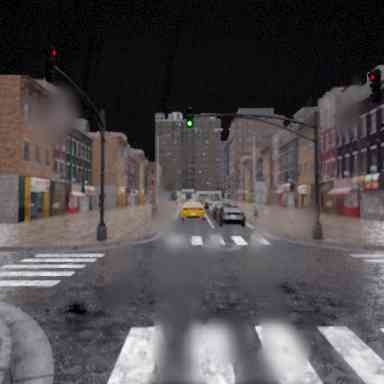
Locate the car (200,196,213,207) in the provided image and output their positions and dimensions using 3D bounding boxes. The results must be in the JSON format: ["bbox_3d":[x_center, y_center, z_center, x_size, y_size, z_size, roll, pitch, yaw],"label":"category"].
[{"bbox_3d":[2.653,1.659,61.425,2.192,1.841,5.009,1,-1,0],"label":"car"}]

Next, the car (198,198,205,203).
[{"bbox_3d":[2.642,2.296,94.049,1.802,1.307,4.206,1,-1,0],"label":"car"}]

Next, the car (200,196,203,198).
[{"bbox_3d":[2.650,1.820,56.155,1.752,1.417,4.829,1,-1,0],"label":"car"}]

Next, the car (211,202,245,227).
[{"bbox_3d":[2.654,1.629,23.361,1.947,1.339,4.313,1,0,0],"label":"car"}]

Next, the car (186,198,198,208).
[{"bbox_3d":[0.010,1.816,55.637,1.812,1.442,4.674,0,0,0],"label":"car"}]

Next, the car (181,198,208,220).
[{"bbox_3d":[0.097,1.568,28.688,1.882,1.535,5.008,0,0,0],"label":"car"}]

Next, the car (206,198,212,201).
[{"bbox_3d":[2.653,1.650,34.404,1.752,1.417,4.829,1,0,0],"label":"car"}]

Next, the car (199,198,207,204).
[{"bbox_3d":[2.645,2.123,83.174,1.887,1.381,4.507,1,-1,0],"label":"car"}]

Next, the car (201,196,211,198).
[{"bbox_3d":[2.650,1.773,50.717,1.752,1.417,4.829,1,0,0],"label":"car"}]

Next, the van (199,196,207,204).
[{"bbox_3d":[2.650,1.855,77.738,1.690,1.788,3.998,1,-1,0],"label":"van"}]

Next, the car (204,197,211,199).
[{"bbox_3d":[2.650,1.768,45.110,1.947,1.339,4.313,1,0,0],"label":"car"}]

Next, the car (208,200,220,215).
[{"bbox_3d":[2.653,1.657,28.798,1.947,1.339,4.313,1,0,0],"label":"car"}]

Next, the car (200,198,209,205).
[{"bbox_3d":[2.646,2.036,72.298,1.802,1.307,4.206,1,-1,0],"label":"car"}]
